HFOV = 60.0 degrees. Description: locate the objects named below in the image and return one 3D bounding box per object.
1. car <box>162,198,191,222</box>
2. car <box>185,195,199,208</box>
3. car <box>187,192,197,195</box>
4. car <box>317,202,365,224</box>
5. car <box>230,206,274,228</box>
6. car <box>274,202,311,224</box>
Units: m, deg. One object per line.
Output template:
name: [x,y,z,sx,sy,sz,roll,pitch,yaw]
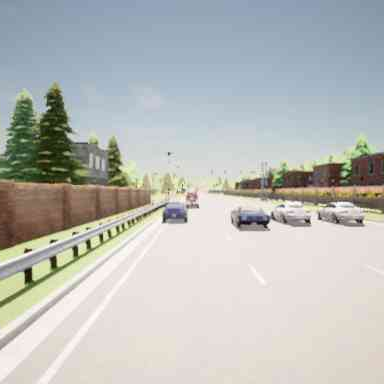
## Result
car: [-1.229,1.452,25.095,1.812,1.442,4.674,0,0,0]
car: [0.027,1.467,45.184,1.895,1.301,4.718,0,0,1]
car: [-0.009,1.053,57.040,2.150,2.045,5.566,0,0,0]
car: [10.582,1.455,23.911,1.812,1.442,4.674,0,0,0]
car: [3.596,1.537,21.424,1.895,1.301,4.718,0,0,0]
car: [7.082,1.454,23.970,1.812,1.442,4.674,0,0,0]
